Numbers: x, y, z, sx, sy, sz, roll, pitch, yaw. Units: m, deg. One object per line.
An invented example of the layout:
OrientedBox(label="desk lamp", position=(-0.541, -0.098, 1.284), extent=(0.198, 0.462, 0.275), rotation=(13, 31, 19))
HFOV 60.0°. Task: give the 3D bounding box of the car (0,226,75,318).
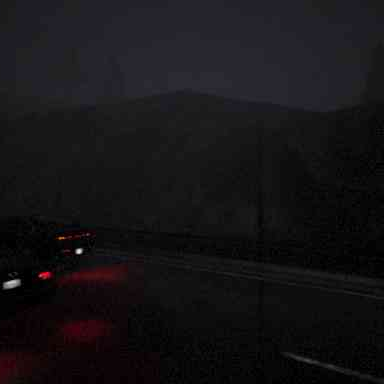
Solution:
OrientedBox(label="car", position=(-5.001, 1.497, 6.583), extent=(5.357, 1.411, 2.033), rotation=(0, 0, 31))

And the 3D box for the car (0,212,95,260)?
OrientedBox(label="car", position=(-5.321, 1.433, 10.791), extent=(4.892, 1.490, 1.837), rotation=(0, 0, 31))
